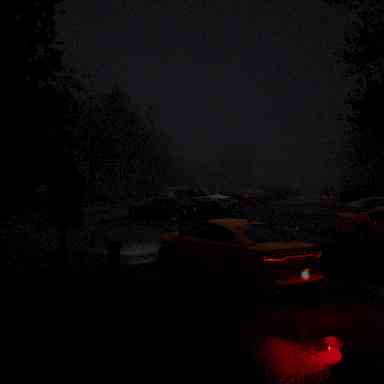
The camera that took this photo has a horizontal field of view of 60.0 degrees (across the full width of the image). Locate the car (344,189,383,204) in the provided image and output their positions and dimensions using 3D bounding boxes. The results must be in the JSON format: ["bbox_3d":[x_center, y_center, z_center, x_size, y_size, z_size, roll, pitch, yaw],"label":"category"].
[{"bbox_3d":[19.407,0.455,36.672,4.792,1.488,2.163,1,2,25],"label":"car"}]

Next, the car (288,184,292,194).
[{"bbox_3d":[13.330,-0.168,54.717,4.792,1.488,2.163,1,2,25],"label":"car"}]

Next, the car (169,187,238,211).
[{"bbox_3d":[0.481,0.608,27.034,5.566,2.045,2.435,1,3,25],"label":"car"}]

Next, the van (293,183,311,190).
[{"bbox_3d":[29.668,-1.492,89.940,4.442,1.987,1.878,1,1,25],"label":"van"}]

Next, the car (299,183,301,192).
[{"bbox_3d":[18.055,-0.522,64.760,4.892,1.521,2.231,1,2,25],"label":"car"}]

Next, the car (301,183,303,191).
[{"bbox_3d":[19.216,-0.604,67.280,4.892,1.521,2.231,1,2,25],"label":"car"}]

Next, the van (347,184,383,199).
[{"bbox_3d":[24.113,-0.142,46.543,4.442,1.987,1.878,1,2,25],"label":"van"}]

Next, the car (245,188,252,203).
[{"bbox_3d":[2.808,0.648,32.082,4.892,1.521,2.231,1,3,25],"label":"car"}]

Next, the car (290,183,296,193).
[{"bbox_3d":[15.676,-0.331,59.747,4.792,1.488,2.163,1,2,25],"label":"car"}]

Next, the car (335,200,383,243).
[{"bbox_3d":[8.841,1.366,14.109,5.008,1.535,2.097,1,3,25],"label":"car"}]

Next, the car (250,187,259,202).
[{"bbox_3d":[3.807,0.535,34.676,5.366,1.575,1.946,1,3,25],"label":"car"}]

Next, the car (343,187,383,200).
[{"bbox_3d":[22.841,0.164,44.088,5.008,1.535,2.097,1,2,25],"label":"car"}]

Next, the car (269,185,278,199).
[{"bbox_3d":[7.662,0.232,42.059,5.366,1.575,1.946,1,2,25],"label":"car"}]

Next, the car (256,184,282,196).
[{"bbox_3d":[9.866,-0.074,47.144,4.553,1.767,2.185,1,2,25],"label":"car"}]

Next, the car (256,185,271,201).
[{"bbox_3d":[6.205,0.322,39.813,5.366,1.575,1.946,1,3,25],"label":"car"}]

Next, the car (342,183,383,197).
[{"bbox_3d":[26.323,-0.332,51.621,5.566,2.045,2.435,1,2,25],"label":"car"}]

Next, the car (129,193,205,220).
[{"bbox_3d":[-1.916,1.099,22.042,4.792,1.488,2.163,1,3,25],"label":"car"}]

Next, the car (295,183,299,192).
[{"bbox_3d":[16.708,-0.447,62.327,5.366,1.575,1.946,1,2,25],"label":"car"}]

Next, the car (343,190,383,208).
[{"bbox_3d":[16.962,0.661,31.566,4.792,1.488,2.163,1,3,25],"label":"car"}]

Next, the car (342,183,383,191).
[{"bbox_3d":[15.842,0.487,29.023,5.566,2.045,2.435,1,3,25],"label":"car"}]

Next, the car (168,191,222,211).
[{"bbox_3d":[-0.712,0.964,24.540,5.008,1.535,2.097,1,3,25],"label":"car"}]

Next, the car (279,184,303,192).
[{"bbox_3d":[21.540,-0.894,72.316,4.553,1.767,2.185,1,2,25],"label":"car"}]

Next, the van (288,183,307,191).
[{"bbox_3d":[26.155,-1.322,82.409,4.442,1.987,1.878,1,2,25],"label":"van"}]

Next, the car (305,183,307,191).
[{"bbox_3d":[22.713,-0.976,74.831,4.553,1.767,2.185,1,2,25],"label":"car"}]

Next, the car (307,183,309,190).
[{"bbox_3d":[23.910,-0.932,77.339,5.008,1.535,2.097,1,2,25],"label":"car"}]

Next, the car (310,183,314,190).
[{"bbox_3d":[27.460,-1.427,84.861,5.566,2.045,2.435,1,2,25],"label":"car"}]

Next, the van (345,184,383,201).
[{"bbox_3d":[21.561,0.021,41.605,4.442,1.987,1.878,1,2,25],"label":"van"}]

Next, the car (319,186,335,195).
[{"bbox_3d":[23.717,-0.271,57.658,2.128,1.511,4.902,1,2,25],"label":"car"}]

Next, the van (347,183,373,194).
[{"bbox_3d":[32.360,-0.715,64.222,4.442,1.987,1.878,1,2,25],"label":"van"}]

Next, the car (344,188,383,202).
[{"bbox_3d":[20.523,0.365,39.063,4.792,1.488,2.163,1,2,25],"label":"car"}]

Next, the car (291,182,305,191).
[{"bbox_3d":[20.227,-0.692,69.871,5.366,1.575,1.946,1,2,25],"label":"car"}]

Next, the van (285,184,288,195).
[{"bbox_3d":[12.289,-0.339,52.132,4.442,1.987,1.878,1,2,25],"label":"van"}]

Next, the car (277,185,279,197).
[{"bbox_3d":[8.658,0.139,44.647,4.892,1.521,2.231,1,2,25],"label":"car"}]

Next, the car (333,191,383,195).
[{"bbox_3d":[13.308,0.943,24.108,5.366,1.575,1.946,1,3,25],"label":"car"}]

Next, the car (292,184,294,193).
[{"bbox_3d":[14.503,-0.249,57.232,4.792,1.488,2.163,1,2,25],"label":"car"}]

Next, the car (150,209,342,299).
[{"bbox_3d":[0.885,1.406,8.415,1.882,1.535,5.008,2,-1,-31],"label":"car"}]

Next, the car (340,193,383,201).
[{"bbox_3d":[10.045,1.135,16.598,4.553,1.767,2.185,1,3,25],"label":"car"}]

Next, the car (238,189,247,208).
[{"bbox_3d":[1.797,0.752,29.492,5.366,1.575,1.946,1,3,25],"label":"car"}]

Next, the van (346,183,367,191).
[{"bbox_3d":[39.176,-1.208,79.384,4.442,1.987,1.878,1,2,25],"label":"van"}]

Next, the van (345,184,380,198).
[{"bbox_3d":[25.072,-0.226,49.151,4.442,1.987,1.878,1,2,25],"label":"van"}]

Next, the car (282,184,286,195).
[{"bbox_3d":[11.036,-0.003,49.662,4.792,1.488,2.163,1,2,25],"label":"car"}]
